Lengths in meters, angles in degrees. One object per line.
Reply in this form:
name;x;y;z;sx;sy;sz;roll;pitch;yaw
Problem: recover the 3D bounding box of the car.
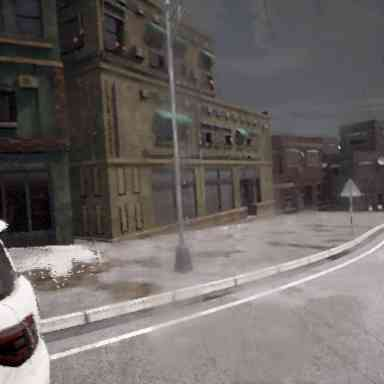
car;-3.679;1.214;1.540;5.566;2.045;2.150;0;-1;-35
